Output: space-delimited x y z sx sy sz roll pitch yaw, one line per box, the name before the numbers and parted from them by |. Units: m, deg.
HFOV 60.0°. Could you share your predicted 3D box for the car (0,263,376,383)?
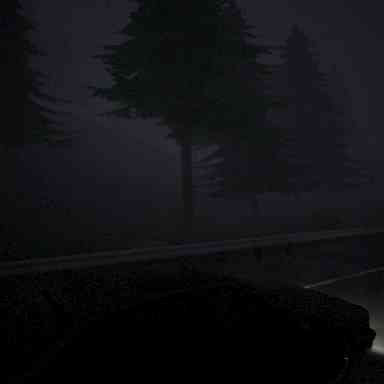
car | -0.241 1.543 3.523 5.357 1.411 2.033 0 0 -35
